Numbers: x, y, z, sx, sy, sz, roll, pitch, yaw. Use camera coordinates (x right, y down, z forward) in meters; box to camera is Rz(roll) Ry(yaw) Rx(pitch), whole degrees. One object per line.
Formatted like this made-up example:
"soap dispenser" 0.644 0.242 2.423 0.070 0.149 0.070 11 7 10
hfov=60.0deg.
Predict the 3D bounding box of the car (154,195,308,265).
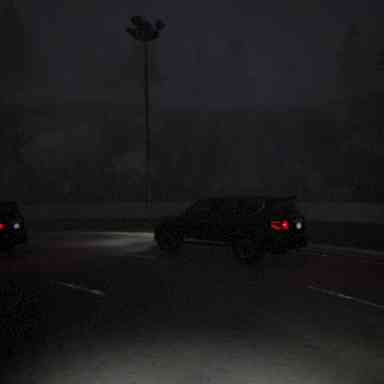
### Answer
"car" 1.122 1.125 11.581 5.566 2.045 2.150 -1 0 40

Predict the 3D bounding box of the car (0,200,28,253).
"car" -8.831 1.342 11.874 5.566 2.045 2.150 -1 0 4
